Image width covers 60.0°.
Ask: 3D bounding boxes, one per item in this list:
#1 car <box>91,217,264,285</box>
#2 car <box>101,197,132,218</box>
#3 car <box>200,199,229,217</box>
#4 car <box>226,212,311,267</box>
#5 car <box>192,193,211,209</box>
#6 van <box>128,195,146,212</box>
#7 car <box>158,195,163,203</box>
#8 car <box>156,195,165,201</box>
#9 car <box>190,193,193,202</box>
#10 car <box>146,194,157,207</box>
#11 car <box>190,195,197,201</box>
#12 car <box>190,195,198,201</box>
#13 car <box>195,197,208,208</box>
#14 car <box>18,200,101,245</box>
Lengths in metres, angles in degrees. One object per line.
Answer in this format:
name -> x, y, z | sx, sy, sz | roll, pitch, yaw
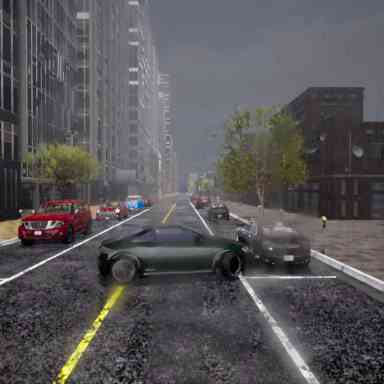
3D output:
car -> -0.452, 1.557, 9.157 | 4.181, 1.385, 1.994 | 0, 0, -12
car -> -6.393, 1.432, 26.802 | 1.967, 1.590, 4.097 | -1, 0, -2
car -> 2.010, 1.543, 27.007 | 2.008, 1.369, 4.403 | -1, 0, -2
car -> 2.548, 1.548, 11.148 | 2.008, 1.369, 4.403 | -1, 0, -2
car -> 1.536, 1.301, 44.340 | 2.192, 1.841, 5.009 | -1, 0, -2
van -> -6.695, 1.329, 38.595 | 1.690, 1.788, 3.998 | -1, 0, -2
car -> -7.424, 1.522, 66.259 | 1.887, 1.381, 4.507 | -1, 0, -2
car -> -7.859, 1.496, 82.688 | 1.752, 1.417, 4.829 | -1, 0, -2
car -> 0.804, 1.290, 72.003 | 2.192, 1.841, 5.009 | -1, 0, -2
car -> -6.988, 1.298, 49.660 | 2.192, 1.841, 5.009 | -1, 0, -2
car -> 0.369, 1.551, 88.600 | 1.802, 1.307, 4.206 | -1, 0, -2
car -> 0.515, 1.537, 83.068 | 1.947, 1.339, 4.313 | -1, 0, -2
car -> 1.389, 1.509, 50.042 | 1.752, 1.417, 4.829 | -1, 0, -2
car -> -6.192, 1.310, 15.734 | 2.192, 1.841, 5.009 | -1, 0, -2
